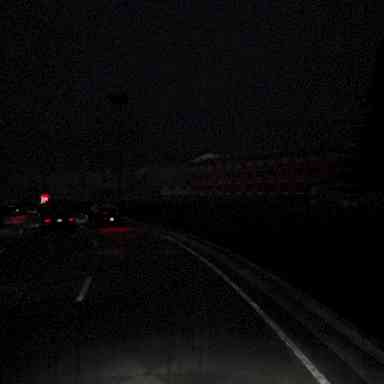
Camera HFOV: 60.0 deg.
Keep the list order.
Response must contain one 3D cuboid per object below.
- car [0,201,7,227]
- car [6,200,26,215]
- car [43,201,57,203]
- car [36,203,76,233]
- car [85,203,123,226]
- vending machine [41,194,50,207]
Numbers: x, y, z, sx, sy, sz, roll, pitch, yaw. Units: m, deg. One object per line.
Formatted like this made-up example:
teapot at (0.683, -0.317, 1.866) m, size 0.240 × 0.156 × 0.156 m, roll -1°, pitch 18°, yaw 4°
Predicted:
car at (-14.309, 1.578, 23.205) m, size 1.882 × 1.535 × 5.008 m, roll 0°, pitch 0°, yaw -32°
car at (-19.660, 1.648, 36.491) m, size 1.837 × 1.490 × 4.892 m, roll 0°, pitch 0°, yaw -38°
car at (-16.158, 1.690, 37.687) m, size 1.994 × 1.385 × 4.181 m, roll 0°, pitch 0°, yaw -38°
car at (-8.366, 1.614, 20.485) m, size 2.033 × 1.411 × 5.357 m, roll 0°, pitch 0°, yaw -26°
car at (-6.438, 1.565, 24.170) m, size 1.837 × 1.490 × 4.892 m, roll 0°, pitch 0°, yaw -28°
vending machine at (-23.521, 1.377, 53.317) m, size 1.100 × 2.100 × 0.880 m, roll 0°, pitch 0°, yaw -39°
